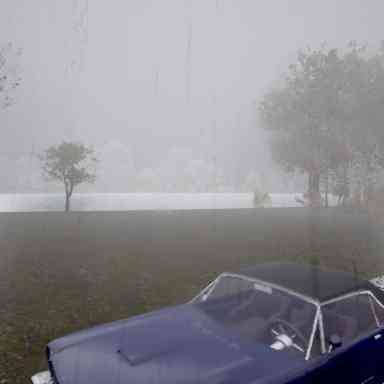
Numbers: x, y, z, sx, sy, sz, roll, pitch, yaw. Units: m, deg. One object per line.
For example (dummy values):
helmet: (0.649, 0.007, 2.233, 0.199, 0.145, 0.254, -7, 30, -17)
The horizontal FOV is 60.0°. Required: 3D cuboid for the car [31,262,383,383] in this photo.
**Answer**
car: (0.881, 1.600, 3.699, 4.718, 1.301, 1.895, 0, 0, -35)
